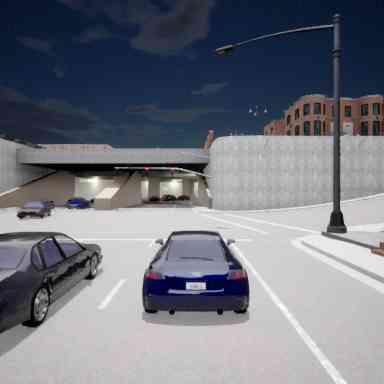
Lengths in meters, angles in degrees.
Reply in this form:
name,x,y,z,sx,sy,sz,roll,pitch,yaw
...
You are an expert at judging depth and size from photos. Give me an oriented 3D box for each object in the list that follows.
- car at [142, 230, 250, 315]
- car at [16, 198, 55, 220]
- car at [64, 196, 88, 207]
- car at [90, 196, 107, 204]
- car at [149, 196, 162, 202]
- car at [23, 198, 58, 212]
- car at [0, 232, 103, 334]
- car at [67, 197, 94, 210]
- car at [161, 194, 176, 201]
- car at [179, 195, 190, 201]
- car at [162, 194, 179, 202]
name,x,y,z,sx,sy,sz,roll,pitch,yaw
car,0.075,1.564,7.653,1.994,1.385,4.181,0,0,0
car,-13.532,1.548,28.784,2.033,1.411,5.357,0,0,-13
car,-18.534,1.490,53.413,2.128,1.511,4.902,0,0,-1
car,-18.790,1.547,67.059,2.033,1.411,5.357,0,0,-1
car,-8.292,1.540,74.870,2.033,1.411,5.357,0,0,6
car,-18.194,1.491,40.158,2.128,1.511,4.902,0,0,-2
car,-3.426,1.547,6.955,2.033,1.411,5.357,0,0,0
car,-14.799,1.525,43.660,1.812,1.442,4.674,0,0,-1
car,-5.952,1.355,84.921,2.097,1.767,4.553,0,0,24
car,-2.146,1.524,84.959,1.812,1.442,4.674,0,0,28
car,-4.773,1.355,75.163,2.097,1.767,4.553,0,0,6
